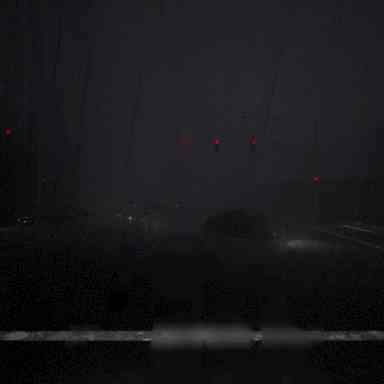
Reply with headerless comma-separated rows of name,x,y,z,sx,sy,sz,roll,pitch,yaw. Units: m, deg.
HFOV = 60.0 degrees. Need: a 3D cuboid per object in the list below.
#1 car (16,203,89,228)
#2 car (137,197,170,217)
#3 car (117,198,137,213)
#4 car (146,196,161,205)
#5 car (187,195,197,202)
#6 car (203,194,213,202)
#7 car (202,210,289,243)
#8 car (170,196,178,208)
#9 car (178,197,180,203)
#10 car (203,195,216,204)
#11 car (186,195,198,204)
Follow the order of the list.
car,-9.529,1.545,23.083,1.837,1.490,4.892,4,2,37
car,-3.597,1.491,31.908,2.128,1.511,4.902,0,0,0
car,-7.098,1.492,37.535,2.128,1.511,4.902,0,0,0
car,-7.060,1.547,61.719,2.033,1.411,5.357,0,0,0
car,0.005,1.413,73.837,1.994,1.385,4.181,0,0,0
car,3.508,1.355,74.416,2.097,1.767,4.553,0,0,0
car,2.561,1.589,16.355,4.181,1.385,1.994,0,0,38
car,-3.595,1.547,48.177,2.033,1.411,5.357,0,0,0
car,-3.510,1.493,67.638,2.128,1.511,4.902,0,0,0
car,3.610,1.547,64.194,2.033,1.411,5.357,0,0,0
car,0.005,1.505,63.727,1.837,1.490,4.892,0,0,0
